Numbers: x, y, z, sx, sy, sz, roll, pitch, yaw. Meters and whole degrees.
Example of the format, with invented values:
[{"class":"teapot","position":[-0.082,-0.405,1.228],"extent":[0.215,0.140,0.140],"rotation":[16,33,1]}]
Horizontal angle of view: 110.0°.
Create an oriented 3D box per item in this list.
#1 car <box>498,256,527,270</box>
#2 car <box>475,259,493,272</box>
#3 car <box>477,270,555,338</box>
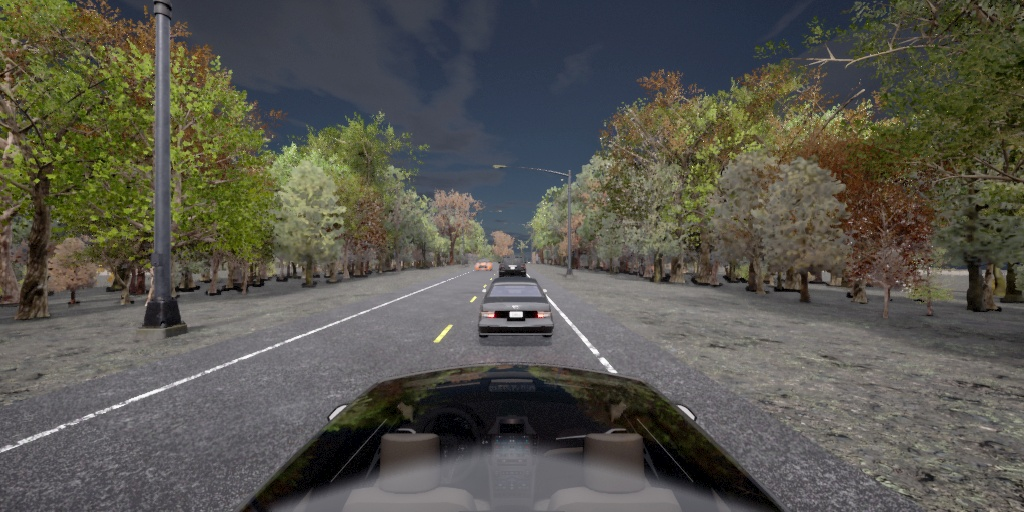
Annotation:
[{"class":"car","position":[0.042,0.987,29.292],"extent":[2.150,2.045,5.566],"rotation":[0,0,0]},{"class":"car","position":[-3.689,1.127,47.406],"extent":[2.097,1.767,4.553],"rotation":[0,0,0]},{"class":"car","position":[0.082,1.302,10.203],"extent":[2.033,1.411,5.357],"rotation":[0,0,0]}]
